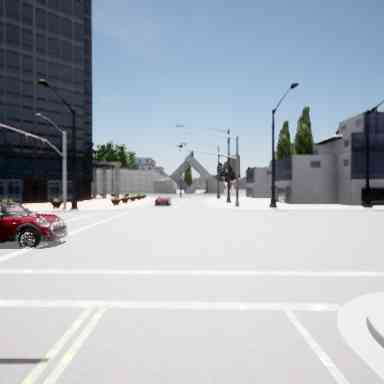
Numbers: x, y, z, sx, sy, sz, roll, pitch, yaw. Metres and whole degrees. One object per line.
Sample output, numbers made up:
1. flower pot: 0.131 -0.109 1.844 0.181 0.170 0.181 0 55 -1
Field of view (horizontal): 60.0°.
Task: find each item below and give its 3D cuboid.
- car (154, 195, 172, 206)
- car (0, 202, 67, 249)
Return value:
1. car: -3.687 1.097 42.711 1.895 1.301 4.718 0 1 0
2. car: -7.478 1.170 13.329 4.553 1.767 2.097 -1 1 0
